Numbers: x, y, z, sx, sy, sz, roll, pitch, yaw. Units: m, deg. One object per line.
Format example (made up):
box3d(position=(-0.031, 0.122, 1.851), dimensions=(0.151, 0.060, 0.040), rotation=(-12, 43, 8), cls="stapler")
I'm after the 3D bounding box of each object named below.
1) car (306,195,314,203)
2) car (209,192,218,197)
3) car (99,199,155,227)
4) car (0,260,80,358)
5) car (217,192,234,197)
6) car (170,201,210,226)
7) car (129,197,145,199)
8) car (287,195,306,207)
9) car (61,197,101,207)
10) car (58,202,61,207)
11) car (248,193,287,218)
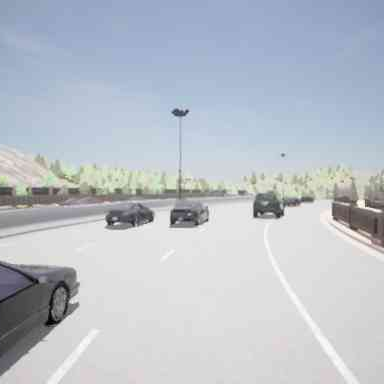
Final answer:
box3d(position=(20.586, 1.190, 59.541), dimensions=(1.882, 1.535, 5.008), rotation=(0, 0, 28), cls="car")
box3d(position=(5.394, 0.834, 75.310), dimensions=(1.837, 1.490, 4.892), rotation=(0, 0, 28), cls="car")
box3d(position=(-3.922, 1.389, 21.550), dimensions=(1.812, 1.442, 4.674), rotation=(0, 0, 14), cls="car")
box3d(position=(-3.204, 1.514, 3.971), dimensions=(2.033, 1.411, 5.357), rotation=(0, 0, 3), cls="car")
box3d(position=(7.812, 1.047, 72.397), dimensions=(1.812, 1.442, 4.674), rotation=(0, 0, 28), cls="car")
box3d(position=(-0.066, 1.373, 22.492), dimensions=(1.837, 1.490, 4.892), rotation=(0, 0, 15), cls="car")
box3d(position=(-6.315, 1.292, 37.131), dimensions=(1.812, 1.442, 4.674), rotation=(0, 0, 23), cls="car")
box3d(position=(14.110, 1.259, 46.873), dimensions=(2.128, 1.511, 4.902), rotation=(0, 0, 28), cls="car")
box3d(position=(-10.988, 1.293, 34.744), dimensions=(1.812, 1.442, 4.674), rotation=(0, 0, 21), cls="car")
box3d(position=(-13.330, 1.265, 38.393), dimensions=(1.812, 1.442, 4.674), rotation=(0, 0, 22), cls="car")
box3d(position=(6.636, 1.076, 28.613), dimensions=(2.150, 2.045, 5.566), rotation=(0, 0, 21), cls="car")
